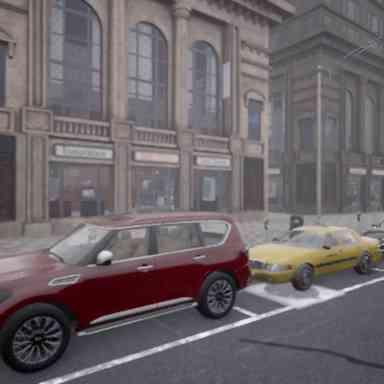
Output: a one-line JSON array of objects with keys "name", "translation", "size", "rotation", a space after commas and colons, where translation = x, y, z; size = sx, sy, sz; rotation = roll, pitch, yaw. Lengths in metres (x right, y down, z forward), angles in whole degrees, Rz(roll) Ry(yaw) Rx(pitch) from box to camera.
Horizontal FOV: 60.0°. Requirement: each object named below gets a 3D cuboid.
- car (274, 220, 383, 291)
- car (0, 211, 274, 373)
[{"name": "car", "translation": [3.277, 1.520, 8.980], "size": [4.829, 1.417, 1.752], "rotation": [0, 0, -35]}, {"name": "car", "translation": [-1.146, 1.314, 5.825], "size": [5.009, 1.841, 2.192], "rotation": [0, 0, -35]}]
